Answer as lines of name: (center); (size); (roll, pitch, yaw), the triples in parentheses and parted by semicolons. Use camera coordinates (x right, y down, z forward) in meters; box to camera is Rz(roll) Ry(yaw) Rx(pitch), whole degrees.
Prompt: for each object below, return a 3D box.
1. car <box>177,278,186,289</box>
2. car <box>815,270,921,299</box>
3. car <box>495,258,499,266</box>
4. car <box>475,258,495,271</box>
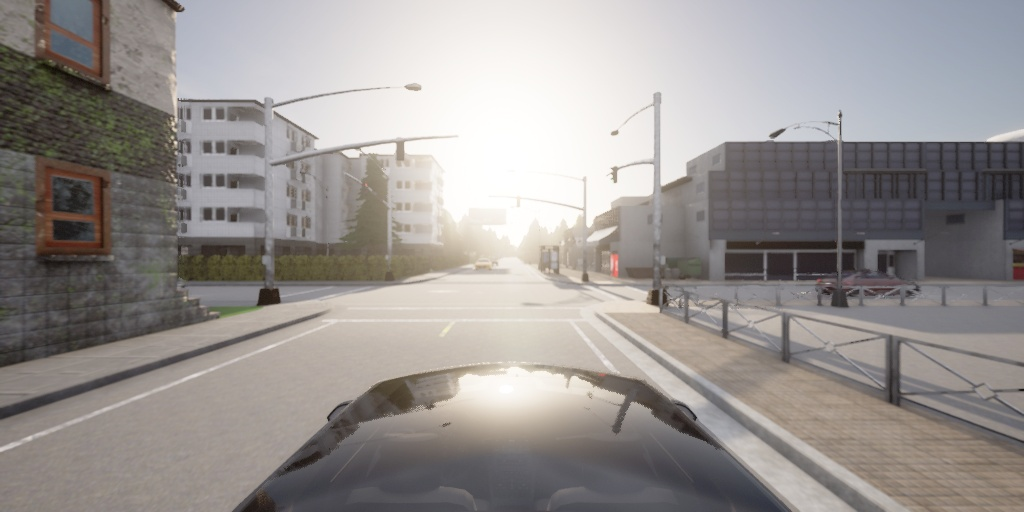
car: (-19.897, 1.387, 18.691); (4.902, 1.511, 2.128); (1, 0, 0)
car: (18.515, 1.438, 18.751); (4.181, 1.385, 1.994); (0, 0, 0)
car: (-3.434, 1.066, 65.223); (1.994, 1.385, 4.181); (0, 0, 0)
car: (-3.537, 1.057, 44.840); (1.882, 1.535, 5.008); (0, 0, 0)
